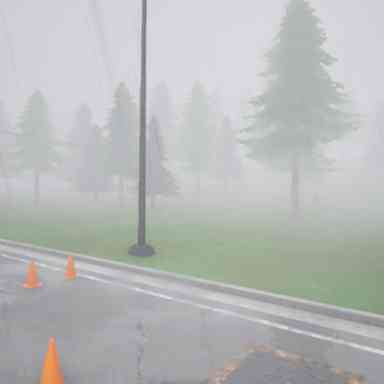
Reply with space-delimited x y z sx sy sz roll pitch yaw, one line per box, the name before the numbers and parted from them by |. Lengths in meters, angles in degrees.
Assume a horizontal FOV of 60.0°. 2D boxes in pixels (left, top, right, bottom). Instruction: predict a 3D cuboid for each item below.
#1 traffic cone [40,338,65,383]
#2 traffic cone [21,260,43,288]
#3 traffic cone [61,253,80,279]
traffic cone | -1.538 1.904 3.642 0.340 0.580 0.340 1 1 35
traffic cone | -3.644 1.841 7.587 0.340 0.580 0.340 1 1 35
traffic cone | -3.065 1.841 8.403 0.340 0.580 0.340 1 1 35
